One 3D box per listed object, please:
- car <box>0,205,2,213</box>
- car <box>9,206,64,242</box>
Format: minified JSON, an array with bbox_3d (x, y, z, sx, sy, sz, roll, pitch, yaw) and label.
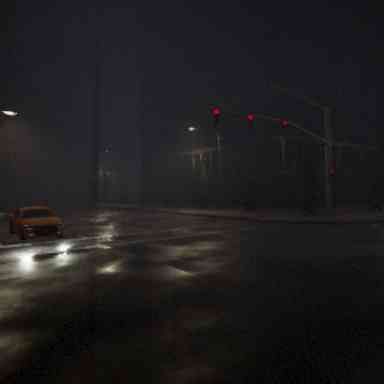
[{"bbox_3d":[-22.560,1.592,37.060,1.994,1.385,4.181,-1,1,-36],"label":"car"},{"bbox_3d":[-7.990,1.487,16.939,1.882,1.535,5.008,-1,1,-36],"label":"car"}]
